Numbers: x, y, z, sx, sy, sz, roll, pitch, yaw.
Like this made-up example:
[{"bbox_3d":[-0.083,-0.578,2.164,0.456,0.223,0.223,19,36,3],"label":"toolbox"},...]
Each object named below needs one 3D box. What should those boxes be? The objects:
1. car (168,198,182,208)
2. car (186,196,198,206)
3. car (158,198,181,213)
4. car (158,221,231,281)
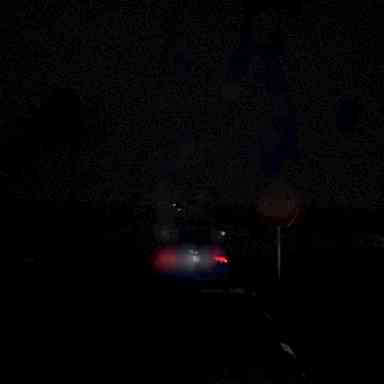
[{"bbox_3d":[-2.820,1.865,56.326,2.128,1.511,4.902,0,-1,0],"label":"car"},{"bbox_3d":[-0.003,1.943,63.620,1.837,1.490,4.892,0,-1,0],"label":"car"},{"bbox_3d":[-2.845,1.592,40.361,2.097,1.767,4.553,0,0,0],"label":"car"},{"bbox_3d":[0.069,1.594,10.003,2.033,1.411,5.357,0,0,0],"label":"car"}]
